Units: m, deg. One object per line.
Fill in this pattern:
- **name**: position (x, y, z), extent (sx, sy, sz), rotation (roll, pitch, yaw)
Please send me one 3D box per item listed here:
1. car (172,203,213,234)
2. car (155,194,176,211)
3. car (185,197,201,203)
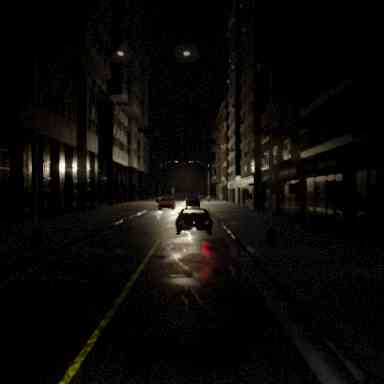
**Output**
- **car**: position (0.106, 1.548, 18.825), extent (1.895, 1.301, 4.718), rotation (0, 0, 0)
- **car**: position (-2.987, 1.359, 39.765), extent (1.882, 1.535, 5.008), rotation (0, 0, 0)
- **car**: position (0.117, 1.347, 43.615), extent (1.882, 1.535, 5.008), rotation (0, 0, 0)
